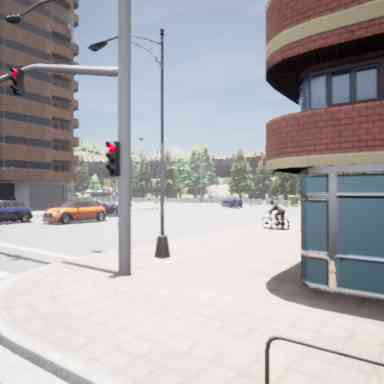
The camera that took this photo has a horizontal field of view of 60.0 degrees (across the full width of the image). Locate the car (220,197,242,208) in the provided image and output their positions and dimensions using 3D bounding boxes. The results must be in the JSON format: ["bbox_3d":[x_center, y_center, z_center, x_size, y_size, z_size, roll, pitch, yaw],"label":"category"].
[{"bbox_3d":[5.672,1.483,48.319,1.882,1.535,5.008,0,0,-14],"label":"car"}]

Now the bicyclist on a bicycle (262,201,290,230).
[{"bbox_3d":[4.681,1.311,18.708,1.656,1.620,0.582,0,0,36],"label":"bicyclist on a bicycle"}]

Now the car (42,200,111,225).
[{"bbox_3d":[-8.721,1.382,24.856,2.097,1.767,4.553,0,0,36],"label":"car"}]

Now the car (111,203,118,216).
[{"bbox_3d":[-8.618,1.636,30.942,1.895,1.301,4.718,0,0,36],"label":"car"}]

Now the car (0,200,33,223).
[{"bbox_3d":[-13.946,1.387,23.700,2.097,1.767,4.553,0,0,38],"label":"car"}]
